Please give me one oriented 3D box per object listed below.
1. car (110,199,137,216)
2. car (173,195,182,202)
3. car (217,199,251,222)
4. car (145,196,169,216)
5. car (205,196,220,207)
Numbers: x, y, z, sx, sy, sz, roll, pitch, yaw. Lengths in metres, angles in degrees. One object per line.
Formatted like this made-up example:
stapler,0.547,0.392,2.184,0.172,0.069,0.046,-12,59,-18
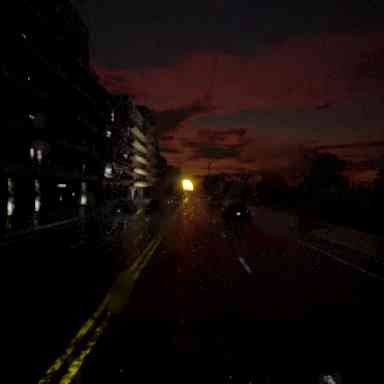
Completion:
car,-6.593,1.460,32.460,2.128,1.511,4.902,0,0,0
car,-3.243,1.434,74.480,2.033,1.411,5.357,0,0,0
car,3.347,1.539,25.929,1.994,1.385,4.181,0,0,0
car,-3.343,1.446,32.163,1.882,1.535,5.008,0,0,0
car,3.356,1.434,49.878,1.882,1.535,5.008,0,0,0
